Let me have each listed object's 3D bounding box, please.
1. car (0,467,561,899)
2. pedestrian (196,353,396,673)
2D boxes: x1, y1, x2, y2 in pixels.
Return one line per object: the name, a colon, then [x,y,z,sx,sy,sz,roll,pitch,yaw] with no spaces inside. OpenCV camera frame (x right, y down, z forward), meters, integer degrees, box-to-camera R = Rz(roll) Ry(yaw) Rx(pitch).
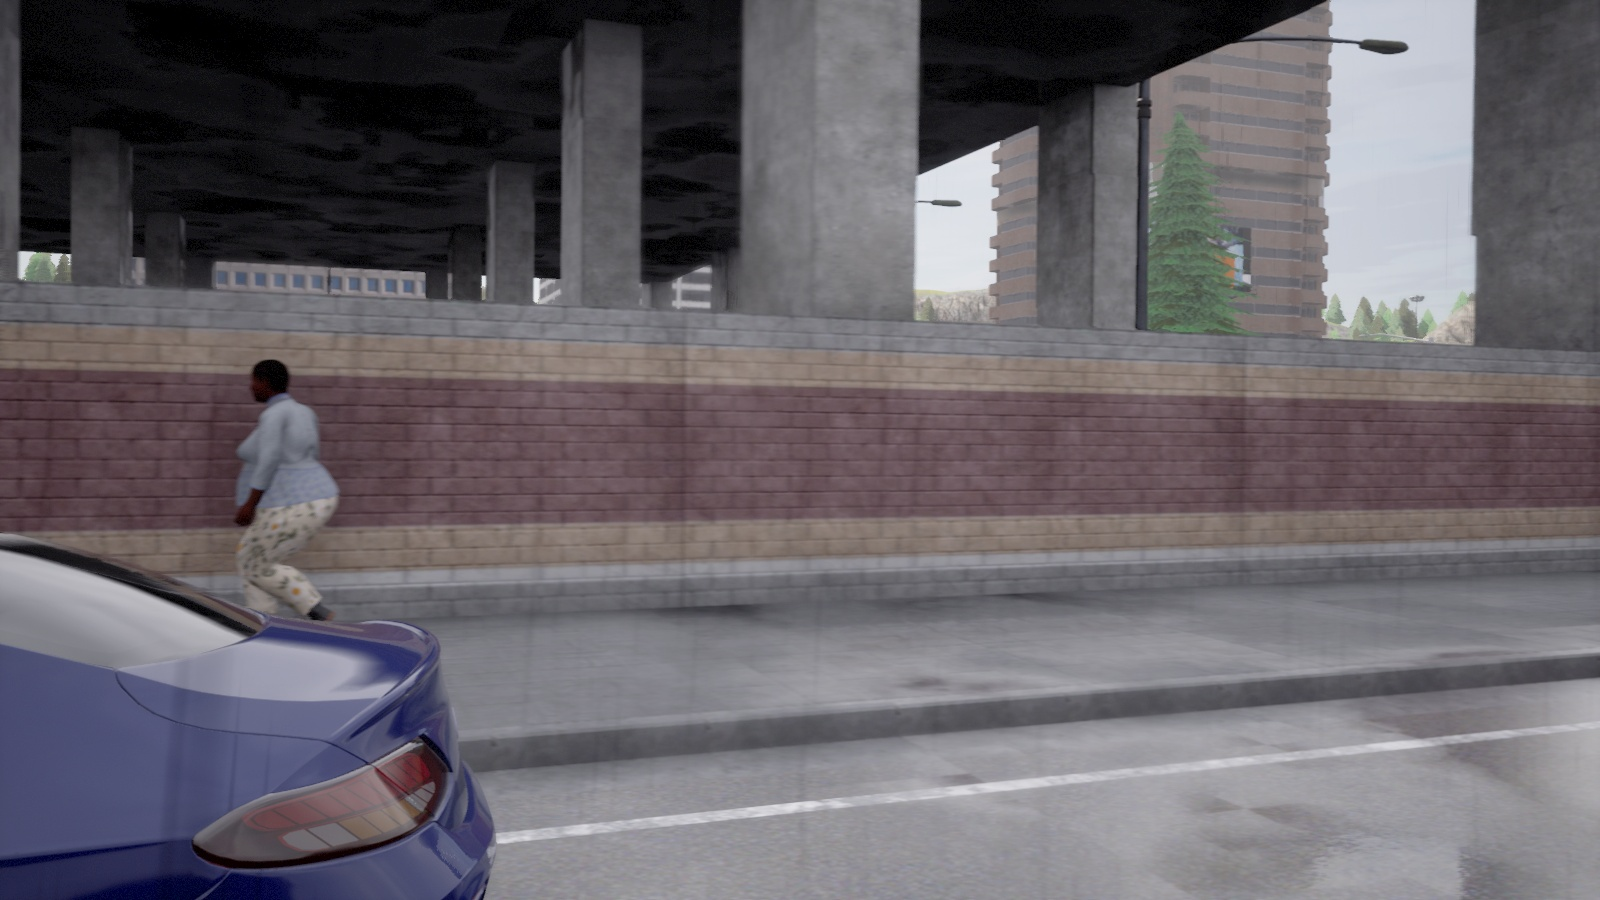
car: [-2.909,0.820,2.135,4.674,1.442,1.812,-1,1,-21]
pedestrian: [-3.075,0.359,7.763,0.900,1.855,0.874,-1,1,-5]
